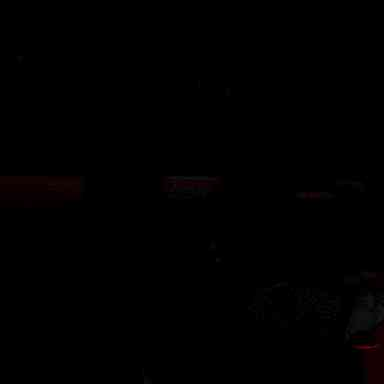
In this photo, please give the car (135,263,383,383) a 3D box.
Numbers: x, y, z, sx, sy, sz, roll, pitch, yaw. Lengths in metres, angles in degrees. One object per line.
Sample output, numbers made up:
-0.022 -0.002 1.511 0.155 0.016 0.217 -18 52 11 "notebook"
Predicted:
1.424 1.571 3.821 4.206 1.307 1.802 0 0 -35 "car"
